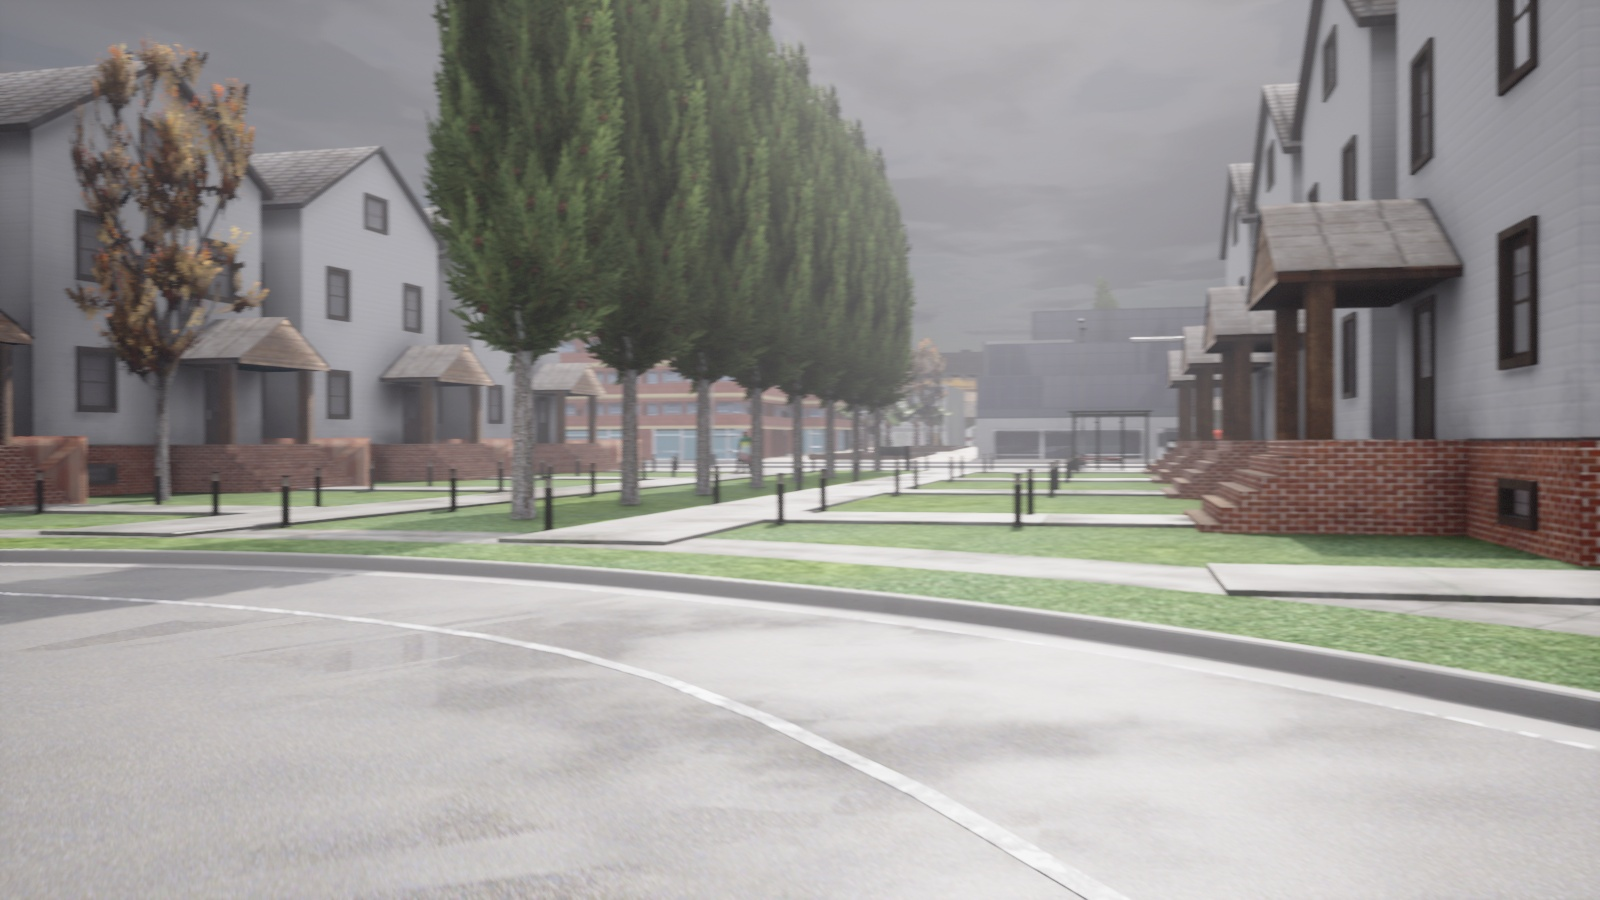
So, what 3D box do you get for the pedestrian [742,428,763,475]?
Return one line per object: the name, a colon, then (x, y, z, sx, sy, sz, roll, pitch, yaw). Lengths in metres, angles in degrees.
pedestrian: (-2.005, 0.053, 52.907, 0.659, 1.952, 0.873, 0, 0, 15)
